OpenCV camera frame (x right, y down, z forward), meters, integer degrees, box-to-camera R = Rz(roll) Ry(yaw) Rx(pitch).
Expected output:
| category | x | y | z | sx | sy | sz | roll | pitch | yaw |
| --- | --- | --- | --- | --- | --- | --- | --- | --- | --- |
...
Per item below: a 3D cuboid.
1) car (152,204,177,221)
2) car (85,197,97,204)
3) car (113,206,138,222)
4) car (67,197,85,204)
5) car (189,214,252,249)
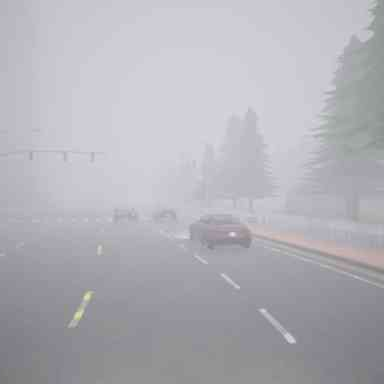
| category | x | y | z | sx | sy | sz | roll | pitch | yaw |
| --- | --- | --- | --- | --- | --- | --- | --- | --- | --- |
| car | -2.529 | 1.813 | 30.086 | 1.812 | 1.442 | 4.674 | 0 | 0 | -14 |
| car | -28.431 | 2.245 | 89.769 | 2.097 | 1.767 | 4.553 | 0 | -1 | -43 |
| car | -5.869 | 1.883 | 28.954 | 1.895 | 1.301 | 4.718 | 0 | -1 | -15 |
| car | -30.333 | 2.388 | 86.630 | 1.812 | 1.442 | 4.674 | 0 | -1 | -38 |
| car | 1.171 | 1.708 | 15.465 | 1.994 | 1.385 | 4.181 | 0 | -1 | -14 |
